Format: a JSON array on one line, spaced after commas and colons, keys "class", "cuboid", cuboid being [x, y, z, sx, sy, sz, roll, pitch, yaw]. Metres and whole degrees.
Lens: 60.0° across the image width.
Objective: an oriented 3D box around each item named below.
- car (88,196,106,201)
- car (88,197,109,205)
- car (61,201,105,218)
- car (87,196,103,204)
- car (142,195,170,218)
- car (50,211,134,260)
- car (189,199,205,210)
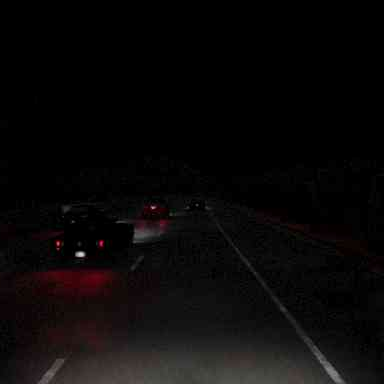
[{"class": "car", "cuboid": [-13.348, 1.631, 48.969, 1.895, 1.301, 4.718, 0, 0, 2]}, {"class": "car", "cuboid": [-16.501, 1.584, 59.236, 2.033, 1.411, 5.357, 0, 0, 2]}, {"class": "car", "cuboid": [-6.850, 1.539, 21.414, 1.812, 1.442, 4.674, 0, 0, 1]}, {"class": "car", "cuboid": [-19.730, 1.566, 67.877, 1.812, 1.442, 4.674, 0, 0, 2]}, {"class": "car", "cuboid": [-3.187, 1.371, 30.039, 2.097, 1.767, 4.553, 0, 0, 1]}, {"class": "car", "cuboid": [-3.400, 1.609, 12.361, 1.895, 1.301, 4.718, 0, 0, 0]}, {"class": "car", "cuboid": [0.660, 1.590, 42.874, 1.994, 1.385, 4.181, 0, 0, 2]}]
